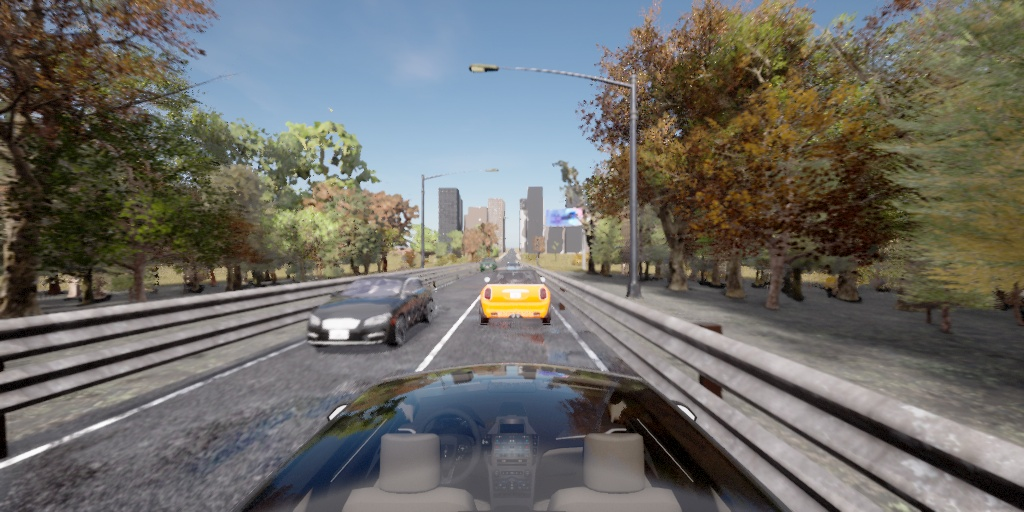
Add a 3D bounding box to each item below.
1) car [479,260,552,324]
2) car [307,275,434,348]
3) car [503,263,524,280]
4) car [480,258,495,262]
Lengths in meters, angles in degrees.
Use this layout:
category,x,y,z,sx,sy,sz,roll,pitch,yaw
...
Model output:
category,x,y,z,sx,sy,sz,roll,pitch,yaw
car,0.102,1.140,12.233,2.097,1.767,4.553,0,0,0
car,-3.347,1.265,9.392,2.128,1.511,4.902,0,0,0
car,0.100,1.433,34.101,1.837,1.490,4.892,0,0,0
car,-3.339,1.264,51.581,2.150,2.045,5.566,0,0,0
